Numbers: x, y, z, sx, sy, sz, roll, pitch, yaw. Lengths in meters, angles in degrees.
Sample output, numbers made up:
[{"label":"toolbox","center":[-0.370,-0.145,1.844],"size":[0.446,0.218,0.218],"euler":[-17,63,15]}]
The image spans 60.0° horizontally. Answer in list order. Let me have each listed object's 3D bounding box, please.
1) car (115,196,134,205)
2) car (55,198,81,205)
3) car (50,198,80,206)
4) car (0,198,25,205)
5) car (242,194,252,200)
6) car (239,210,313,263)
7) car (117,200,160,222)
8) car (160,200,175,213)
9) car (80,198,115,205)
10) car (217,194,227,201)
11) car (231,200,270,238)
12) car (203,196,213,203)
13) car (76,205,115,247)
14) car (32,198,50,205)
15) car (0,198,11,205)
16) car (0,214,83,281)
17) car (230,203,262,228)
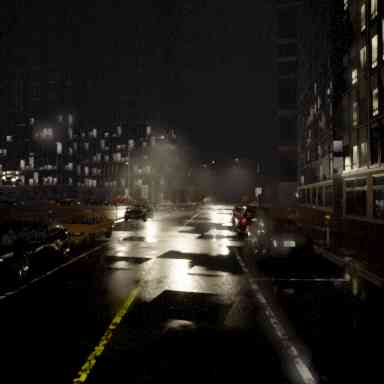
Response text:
[{"label":"car","center":[-13.180,1.571,61.468],"size":[5.009,1.841,2.192],"euler":[0,-1,15]},{"label":"car","center":[-23.971,1.878,64.423],"size":[4.403,1.369,2.008],"euler":[0,-1,15]},{"label":"car","center":[-20.650,1.692,55.342],"size":[4.403,1.369,2.008],"euler":[0,-1,15]},{"label":"car","center":[-31.436,1.763,58.300],"size":[4.403,1.369,2.008],"euler":[0,-1,15]},{"label":"car","center":[12.568,1.435,76.065],"size":[2.192,1.841,5.009],"euler":[1,0,15]},{"label":"car","center":[2.976,1.570,11.918],"size":[1.947,1.339,4.313],"euler":[1,0,2]},{"label":"car","center":[-4.126,1.576,26.408],"size":[2.008,1.369,4.403],"euler":[1,0,5]},{"label":"car","center":[-3.000,1.592,37.165],"size":[2.008,1.369,4.403],"euler":[1,0,7]},{"label":"car","center":[-15.257,1.671,53.864],"size":[4.313,1.339,1.947],"euler":[0,-1,15]},{"label":"car","center":[8.124,1.524,89.912],"size":[2.192,1.841,5.009],"euler":[1,0,16]},{"label":"car","center":[3.267,1.447,17.598],"size":[1.967,1.590,4.097],"euler":[1,0,4]},{"label":"car","center":[3.567,1.670,73.822],"size":[1.752,1.417,4.829],"euler":[1,0,14]},{"label":"car","center":[-4.891,1.539,15.308],"size":[1.752,1.417,4.829],"euler":[1,0,3]},{"label":"car","center":[-29.530,1.889,65.947],"size":[4.829,1.417,1.752],"euler":[0,-1,15]},{"label":"car","center":[-40.157,1.985,68.861],"size":[4.403,1.369,2.008],"euler":[0,-1,15]},{"label":"car","center":[-5.121,1.574,9.985],"size":[1.947,1.339,4.313],"euler":[1,0,2]},{"label":"car","center":[3.655,1.555,23.227],"size":[1.887,1.381,4.507],"euler":[1,0,5]}]
